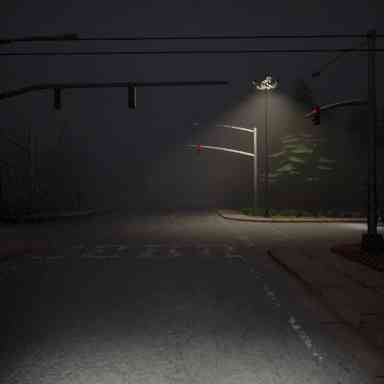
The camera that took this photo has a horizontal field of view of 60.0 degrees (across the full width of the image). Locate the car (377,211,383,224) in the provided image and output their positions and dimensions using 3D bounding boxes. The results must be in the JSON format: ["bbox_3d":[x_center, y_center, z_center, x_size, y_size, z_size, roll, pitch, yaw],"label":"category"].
[{"bbox_3d":[14.895,1.513,22.079,4.892,1.490,1.837,0,0,1],"label":"car"}]
